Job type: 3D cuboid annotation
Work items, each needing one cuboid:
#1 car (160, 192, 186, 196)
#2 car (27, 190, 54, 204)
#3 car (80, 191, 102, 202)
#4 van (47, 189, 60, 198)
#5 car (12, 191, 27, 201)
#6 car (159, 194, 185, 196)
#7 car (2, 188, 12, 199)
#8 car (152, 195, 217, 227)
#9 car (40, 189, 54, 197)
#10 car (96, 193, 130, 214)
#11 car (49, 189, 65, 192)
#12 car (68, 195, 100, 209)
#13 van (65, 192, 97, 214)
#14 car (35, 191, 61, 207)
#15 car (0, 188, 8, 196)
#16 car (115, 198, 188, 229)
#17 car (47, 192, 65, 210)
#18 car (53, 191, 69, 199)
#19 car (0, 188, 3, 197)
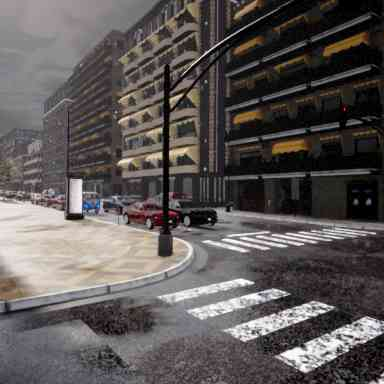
[{"bbox_3d":[-2.330,0.936,33.146,2.192,1.841,5.009,2,0,-36],"label":"car"},{"bbox_3d":[-19.004,0.805,41.771,1.752,1.417,4.829,2,0,-36],"label":"car"},{"bbox_3d":[-15.672,0.710,51.423,1.967,1.590,4.097,2,0,-36],"label":"car"},{"bbox_3d":[-29.007,0.260,69.700,1.690,1.788,3.998,2,0,-36],"label":"van"},{"bbox_3d":[-25.771,0.541,51.046,1.967,1.590,4.097,2,0,-36],"label":"car"},{"bbox_3d":[-3.129,1.178,29.819,2.033,1.411,5.357,1,0,-36],"label":"car"},{"bbox_3d":[-32.443,0.470,60.185,1.887,1.381,4.507,2,0,-36],"label":"car"},{"bbox_3d":[-0.444,1.216,20.704,1.882,1.535,5.008,1,0,-35],"label":"car"},{"bbox_3d":[-32.345,0.272,74.270,1.967,1.590,4.097,2,0,-36],"label":"car"},{"bbox_3d":[-6.028,1.083,28.364,2.128,1.511,4.902,1,0,-36],"label":"car"},{"bbox_3d":[-17.706,0.635,44.445,2.097,1.767,4.553,1,0,-36],"label":"car"},{"bbox_3d":[-11.849,1.039,36.351,1.895,1.301,4.718,1,0,-36],"label":"car"},{"bbox_3d":[-9.095,0.881,28.200,1.690,1.788,3.998,2,0,-36],"label":"van"},{"bbox_3d":[-15.770,0.909,37.338,1.887,1.381,4.507,2,0,-36],"label":"car"},{"bbox_3d":[-42.440,-0.022,73.893,2.192,1.841,5.009,2,0,-36],"label":"car"},{"bbox_3d":[-2.433,1.261,19.061,1.887,1.381,4.507,2,0,-36],"label":"car"},{"bbox_3d":[-12.436,0.997,32.769,1.887,1.381,4.507,2,0,-36],"label":"car"},{"bbox_3d":[-25.779,0.529,65.268,1.752,1.417,4.829,2,0,-36],"label":"car"},{"bbox_3d":[-39.112,0.301,69.323,2.008,1.369,4.403,2,0,-36],"label":"car"}]
